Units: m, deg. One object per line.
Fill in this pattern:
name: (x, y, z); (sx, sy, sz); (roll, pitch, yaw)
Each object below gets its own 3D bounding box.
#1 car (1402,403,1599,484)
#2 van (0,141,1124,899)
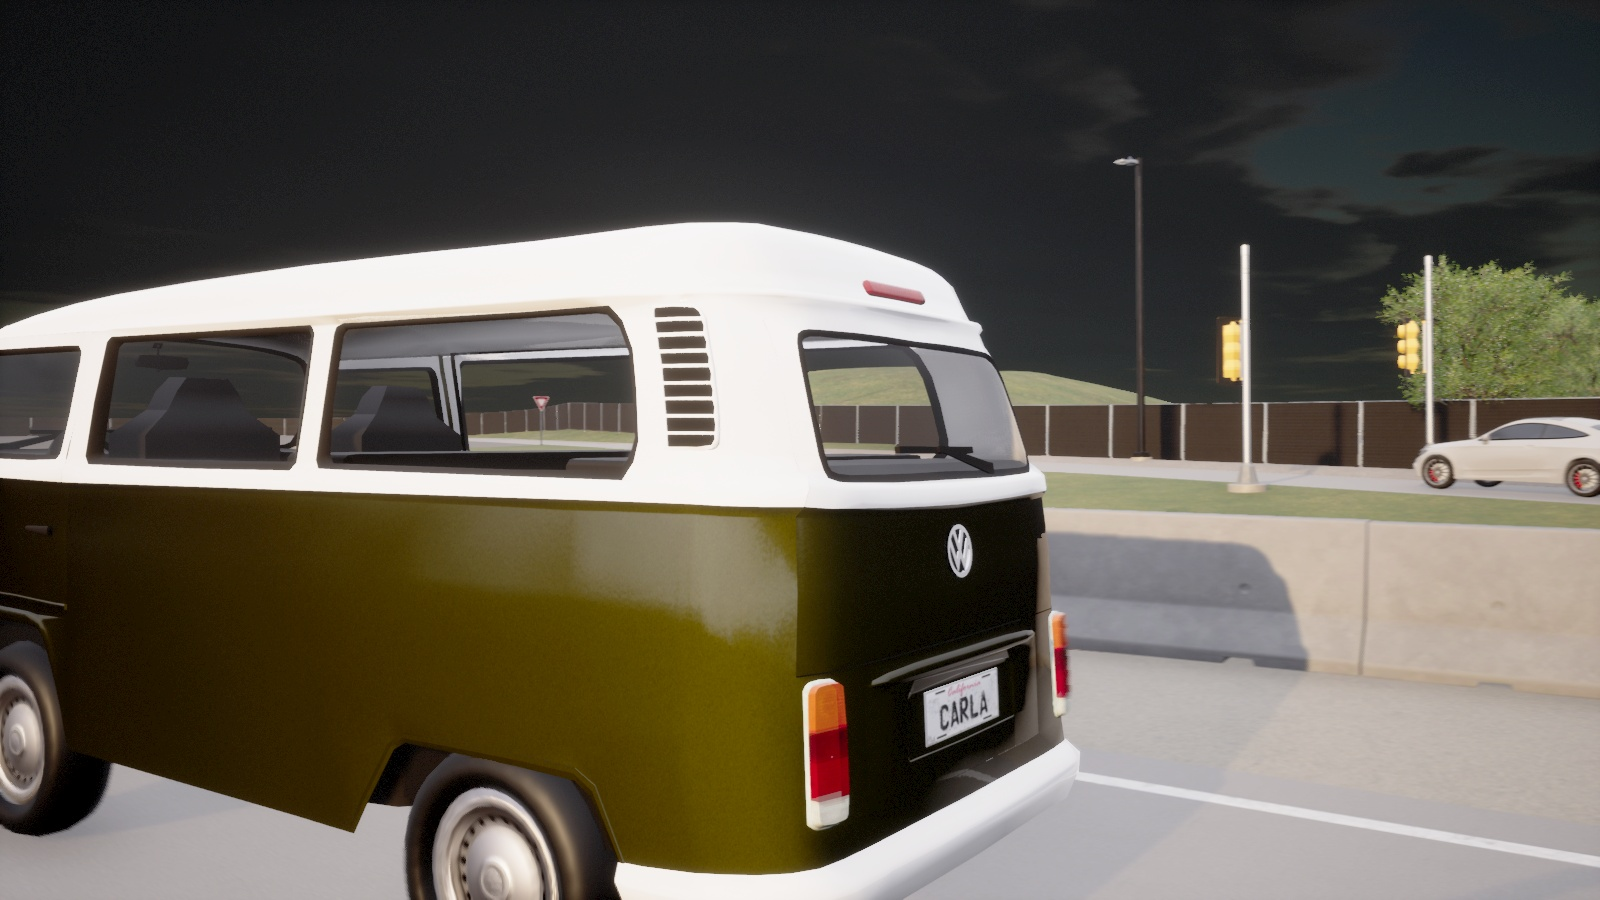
car: (14.263, -0.160, 24.124); (1.812, 1.442, 4.674); (-2, 2, -29)
van: (-1.372, 0.406, 4.530); (4.480, 2.038, 2.069); (0, 1, 34)
